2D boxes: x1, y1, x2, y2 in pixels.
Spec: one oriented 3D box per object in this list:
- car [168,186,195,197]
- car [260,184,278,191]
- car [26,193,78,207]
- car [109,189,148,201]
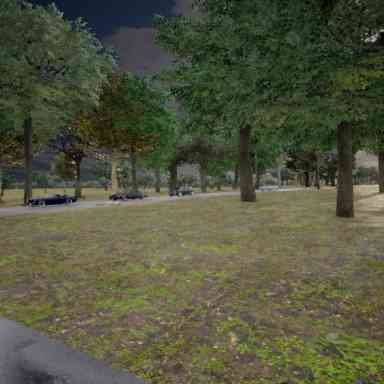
[{"bbox_3d":[-1.521,-0.115,50.054,1.837,1.490,4.892,-1,2,38],"label":"car"},{"bbox_3d":[15.430,-0.861,66.043,1.895,1.301,4.718,-1,2,37],"label":"car"},{"bbox_3d":[-14.159,0.784,33.652,1.895,1.301,4.718,-1,2,38],"label":"car"},{"bbox_3d":[-7.865,0.324,41.839,2.033,1.411,5.357,-1,2,37],"label":"car"}]
